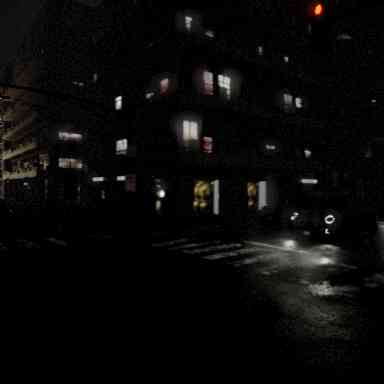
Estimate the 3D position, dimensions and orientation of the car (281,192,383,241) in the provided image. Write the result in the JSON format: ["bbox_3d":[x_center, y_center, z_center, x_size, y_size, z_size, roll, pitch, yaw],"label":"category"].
[{"bbox_3d":[6.283,1.013,14.647,4.553,1.767,2.097,-1,2,-39],"label":"car"}]

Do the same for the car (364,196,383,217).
[{"bbox_3d":[14.506,1.000,24.327,4.206,1.307,1.802,-1,3,-38],"label":"car"}]

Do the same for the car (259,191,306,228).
[{"bbox_3d":[5.741,0.918,17.521,5.009,1.841,2.192,-1,3,-38],"label":"car"}]

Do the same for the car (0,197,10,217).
[{"bbox_3d":[-15.441,1.096,25.739,1.967,1.590,4.097,0,1,-37],"label":"car"}]
